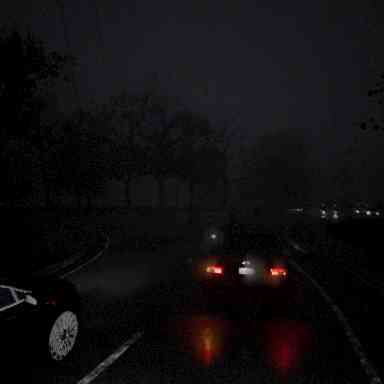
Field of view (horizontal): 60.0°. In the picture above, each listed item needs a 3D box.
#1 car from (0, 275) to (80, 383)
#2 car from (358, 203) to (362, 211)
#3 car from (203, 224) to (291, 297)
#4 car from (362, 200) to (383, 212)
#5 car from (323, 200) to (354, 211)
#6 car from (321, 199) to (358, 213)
[{"bbox_3d":[-2.743,1.491,3.025,2.128,1.511,4.902,0,0,7],"label":"car"},{"bbox_3d":[28.210,2.132,53.186,4.553,1.767,2.097,2,-2,-39],"label":"car"},{"bbox_3d":[1.419,1.547,8.780,2.033,1.411,5.357,0,0,9],"label":"car"},{"bbox_3d":[27.106,2.185,47.837,5.357,1.411,2.033,3,-2,-38],"label":"car"},{"bbox_3d":[21.036,1.948,47.549,5.008,1.535,1.882,2,-1,-38],"label":"car"},{"bbox_3d":[17.815,1.625,40.661,4.553,1.767,2.097,2,-1,-37],"label":"car"}]
